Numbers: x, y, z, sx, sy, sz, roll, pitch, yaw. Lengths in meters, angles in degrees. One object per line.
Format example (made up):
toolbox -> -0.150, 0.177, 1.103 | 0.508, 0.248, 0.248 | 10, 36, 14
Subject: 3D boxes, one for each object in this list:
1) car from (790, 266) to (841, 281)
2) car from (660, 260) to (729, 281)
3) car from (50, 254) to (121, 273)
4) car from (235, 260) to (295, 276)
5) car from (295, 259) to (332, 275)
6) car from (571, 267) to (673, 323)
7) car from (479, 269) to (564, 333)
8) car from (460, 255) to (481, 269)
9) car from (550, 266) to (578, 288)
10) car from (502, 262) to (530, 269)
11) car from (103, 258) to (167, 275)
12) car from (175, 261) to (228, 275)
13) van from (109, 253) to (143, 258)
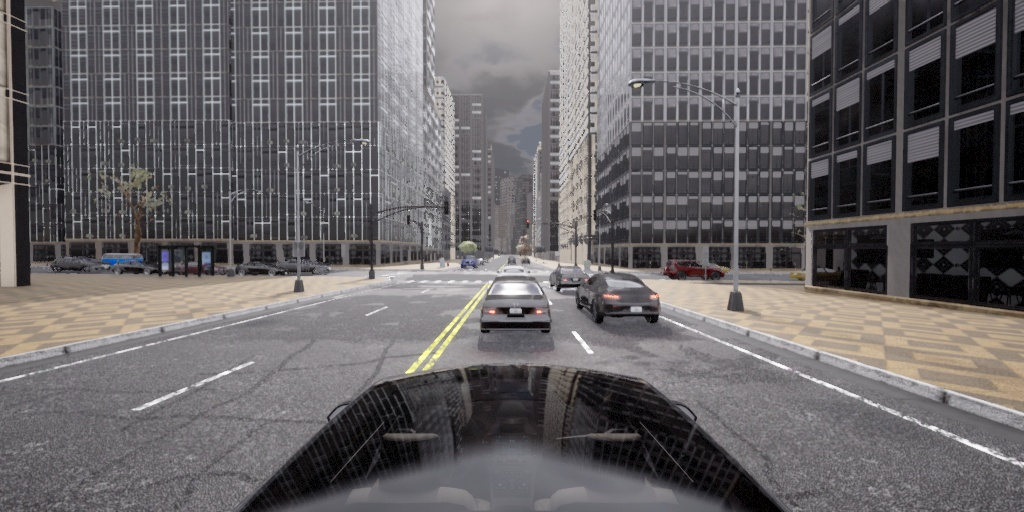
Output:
car -> 27.622, 1.576, 31.985 | 4.829, 1.417, 1.751 | 0, 0, 1
car -> 16.173, 1.266, 32.174 | 5.009, 1.841, 2.192 | 0, 0, 1
car -> -42.888, 0.868, 35.794 | 4.902, 1.511, 2.128 | 1, 1, 1
car -> -22.752, 1.170, 32.675 | 4.313, 1.339, 1.948 | 0, 0, 1
car -> -20.366, 1.073, 35.334 | 4.902, 1.511, 2.128 | 1, 1, 1
car -> 3.345, 1.270, 11.936 | 1.812, 1.442, 4.674 | 0, 0, 0
car -> 0.096, 1.293, 10.666 | 2.033, 1.411, 5.357 | 0, 0, 0
car -> -6.627, 0.927, 55.840 | 2.150, 2.045, 5.566 | 0, 0, 0
car -> 3.339, 1.286, 21.347 | 2.033, 1.411, 5.357 | 0, 0, 0
car -> 0.088, 1.265, 20.257 | 1.812, 1.442, 4.674 | 0, 0, 0
car -> -34.117, 1.066, 32.973 | 4.313, 1.339, 1.948 | 0, 0, 1
car -> -28.436, 1.135, 32.804 | 4.207, 1.307, 1.802 | 0, 0, 1
van -> -45.314, 0.601, 41.626 | 3.998, 1.789, 1.690 | 0, 0, 1
